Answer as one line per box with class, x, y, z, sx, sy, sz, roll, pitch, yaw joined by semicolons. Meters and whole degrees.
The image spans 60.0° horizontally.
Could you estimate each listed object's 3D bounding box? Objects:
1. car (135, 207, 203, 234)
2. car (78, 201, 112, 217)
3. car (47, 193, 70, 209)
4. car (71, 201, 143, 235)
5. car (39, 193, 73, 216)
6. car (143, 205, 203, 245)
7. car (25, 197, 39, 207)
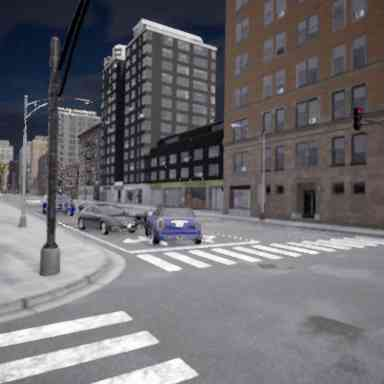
car;-1.568;1.655;20.381;1.895;1.301;4.718;3;-2;-36
car;-9.624;1.604;32.753;1.895;1.301;4.718;1;-1;-32
car;-19.644;1.264;48.760;2.150;2.045;5.566;1;-1;-32
car;-4.776;1.478;18.685;1.837;1.490;4.892;2;-1;-41
car;-12.712;1.148;31.571;2.150;2.045;5.566;1;0;-32
car;-0.968;1.380;15.830;2.097;1.767;4.553;1;0;-12
car;-22.364;1.399;46.973;1.812;1.442;4.674;1;-1;-32
